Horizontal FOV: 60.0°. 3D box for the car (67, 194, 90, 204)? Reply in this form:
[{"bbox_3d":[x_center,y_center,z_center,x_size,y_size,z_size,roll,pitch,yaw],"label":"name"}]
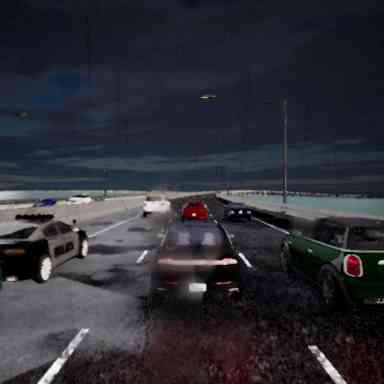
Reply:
[{"bbox_3d":[-17.195,1.287,51.037,2.150,2.045,5.566,0,0,1],"label":"car"}]

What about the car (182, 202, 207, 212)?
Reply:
[{"bbox_3d":[0.182,1.503,26.687,1.882,1.535,5.008,0,0,0],"label":"car"}]

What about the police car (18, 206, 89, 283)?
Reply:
[{"bbox_3d":[-4.549,1.442,9.828,1.930,1.638,5.238,0,0,0],"label":"police car"}]

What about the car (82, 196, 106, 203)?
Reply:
[{"bbox_3d":[-13.745,1.607,48.614,2.033,1.411,5.357,0,0,1],"label":"car"}]

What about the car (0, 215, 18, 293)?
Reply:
[{"bbox_3d":[-4.551,1.235,3.758,2.150,2.045,5.566,0,0,0],"label":"car"}]

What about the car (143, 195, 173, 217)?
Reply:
[{"bbox_3d":[-3.345,1.257,32.078,2.150,2.045,5.566,0,0,1],"label":"car"}]

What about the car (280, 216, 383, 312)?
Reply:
[{"bbox_3d":[3.606,1.356,7.883,2.097,1.767,4.553,0,0,0],"label":"car"}]

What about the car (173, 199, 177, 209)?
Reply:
[{"bbox_3d":[-3.213,1.591,46.262,2.033,1.411,5.357,0,0,1],"label":"car"}]

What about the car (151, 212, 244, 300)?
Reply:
[{"bbox_3d":[0.105,1.501,8.387,2.128,1.511,4.902,0,0,0],"label":"car"}]

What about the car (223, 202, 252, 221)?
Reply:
[{"bbox_3d":[3.687,1.569,27.557,2.033,1.411,5.357,0,0,0],"label":"car"}]

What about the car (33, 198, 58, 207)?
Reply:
[{"bbox_3d":[-20.762,1.594,47.355,1.812,1.442,4.674,0,0,1],"label":"car"}]
